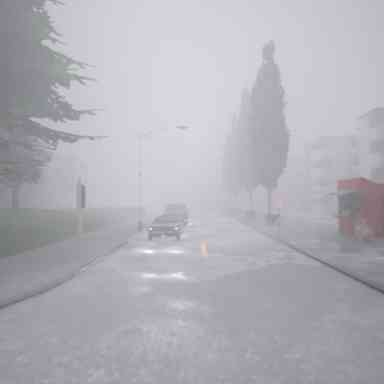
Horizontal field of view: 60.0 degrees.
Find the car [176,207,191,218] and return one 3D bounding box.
[{"bbox_3d":[-1.118,2.837,45.920,1.895,1.301,4.718,-1,-2,1],"label":"car"}]

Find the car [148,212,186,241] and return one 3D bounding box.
[{"bbox_3d":[-1.561,2.187,20.707,1.895,1.301,4.718,-1,-1,1],"label":"car"}]

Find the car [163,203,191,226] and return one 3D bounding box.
[{"bbox_3d":[-1.418,2.075,31.116,2.150,2.045,5.566,-1,-1,1],"label":"car"}]
